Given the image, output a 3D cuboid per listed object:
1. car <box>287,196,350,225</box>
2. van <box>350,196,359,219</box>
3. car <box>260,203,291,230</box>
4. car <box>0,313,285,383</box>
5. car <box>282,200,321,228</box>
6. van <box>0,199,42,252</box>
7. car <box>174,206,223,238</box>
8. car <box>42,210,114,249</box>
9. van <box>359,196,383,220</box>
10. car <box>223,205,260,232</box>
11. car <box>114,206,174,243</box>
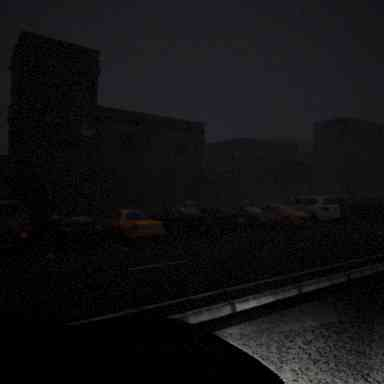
[{"bbox_3d":[8.023,1.291,24.359,2.435,2.045,5.566,0,0,-36],"label":"car"},{"bbox_3d":[10.216,1.328,26.034,1.878,1.987,4.442,0,0,-36],"label":"van"},{"bbox_3d":[3.550,1.563,21.132,2.002,1.452,4.674,0,0,-36],"label":"car"},{"bbox_3d":[-1.758,1.547,1.877,5.357,1.411,2.033,0,0,-36],"label":"car"},{"bbox_3d":[5.793,1.532,22.738,2.097,1.535,5.008,0,0,-36],"label":"car"},{"bbox_3d":[-7.496,1.269,13.093,1.878,1.987,4.442,0,0,-36],"label":"van"},{"bbox_3d":[-0.931,1.509,17.920,2.231,1.521,4.892,0,0,-36],"label":"car"},{"bbox_3d":[-5.420,1.538,14.717,2.002,1.452,4.674,0,0,-36],"label":"car"},{"bbox_3d":[14.701,1.353,29.239,1.878,1.987,4.442,0,0,-36],"label":"van"},{"bbox_3d":[1.292,1.545,19.552,2.163,1.488,4.792,0,0,-36],"label":"car"},{"bbox_3d":[-3.285,1.500,16.474,1.946,1.575,5.366,0,0,-36],"label":"car"}]
